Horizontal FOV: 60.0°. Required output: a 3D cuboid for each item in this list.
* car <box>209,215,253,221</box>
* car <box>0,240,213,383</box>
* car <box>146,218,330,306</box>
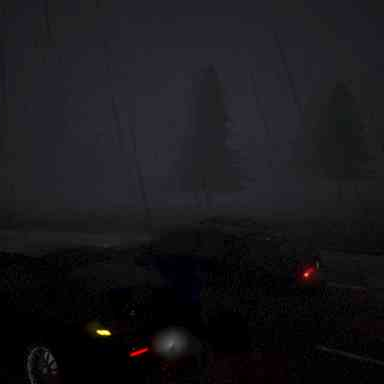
[{"bbox_3d":[0.917,1.486,11.356,4.181,1.385,1.994,0,0,29],"label":"car"},{"bbox_3d":[-2.232,1.488,4.877,4.674,1.442,1.812,0,0,29],"label":"car"},{"bbox_3d":[0.303,1.493,7.831,5.357,1.411,2.033,0,0,29],"label":"car"}]
